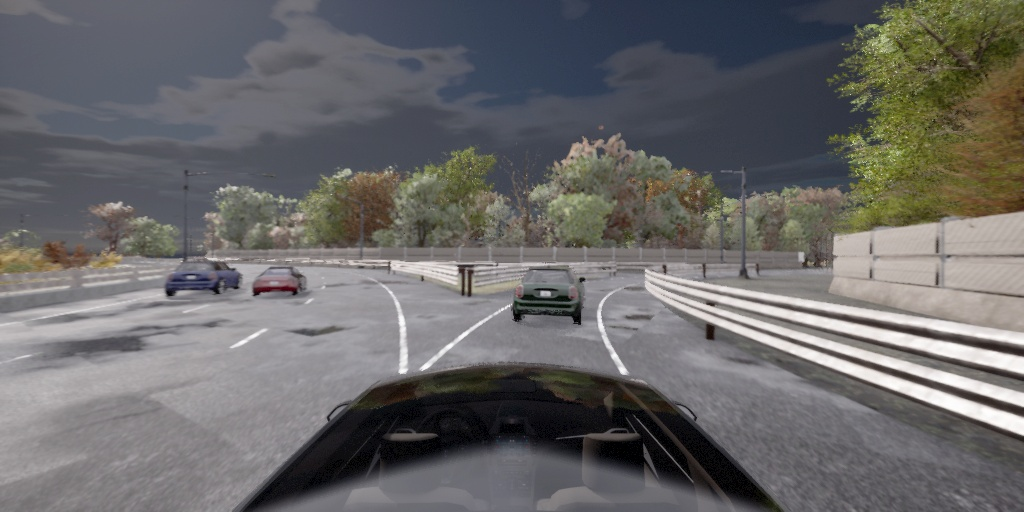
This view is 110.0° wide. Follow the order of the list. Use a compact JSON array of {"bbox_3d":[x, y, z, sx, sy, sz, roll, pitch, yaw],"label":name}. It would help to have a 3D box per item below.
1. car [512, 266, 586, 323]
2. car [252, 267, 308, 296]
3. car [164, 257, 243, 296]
[{"bbox_3d":[1.450,1.121,12.496,2.097,1.767,4.553,1,0,13],"label":"car"},{"bbox_3d":[-12.124,1.254,18.934,1.994,1.385,4.181,0,0,-24],"label":"car"},{"bbox_3d":[-15.847,1.019,18.716,2.097,1.767,4.553,0,0,-24],"label":"car"}]
